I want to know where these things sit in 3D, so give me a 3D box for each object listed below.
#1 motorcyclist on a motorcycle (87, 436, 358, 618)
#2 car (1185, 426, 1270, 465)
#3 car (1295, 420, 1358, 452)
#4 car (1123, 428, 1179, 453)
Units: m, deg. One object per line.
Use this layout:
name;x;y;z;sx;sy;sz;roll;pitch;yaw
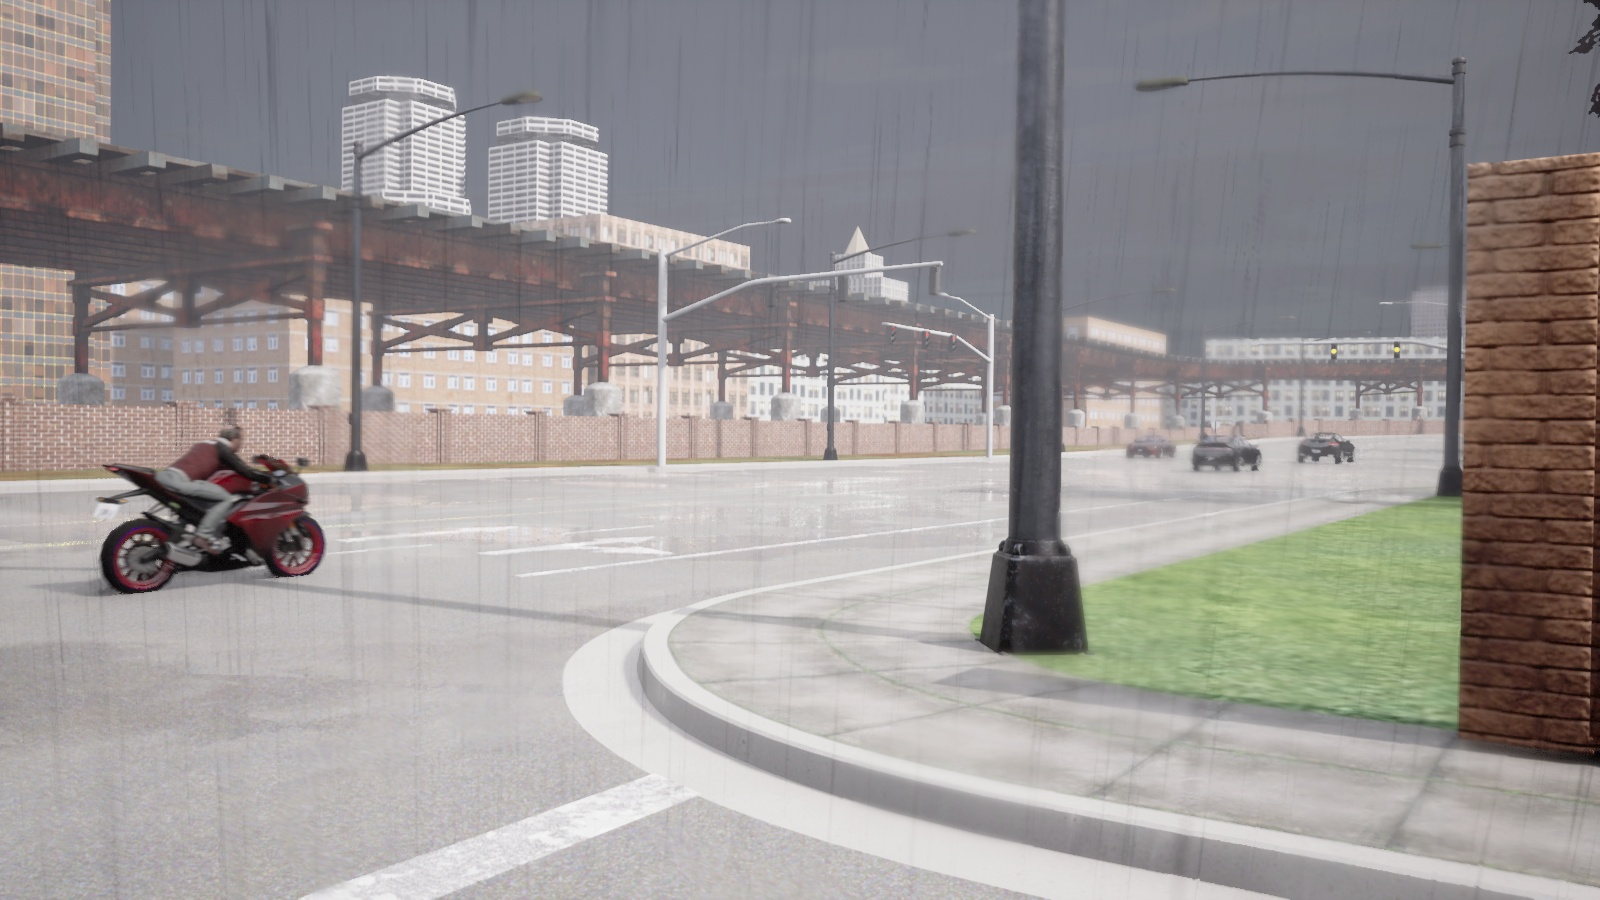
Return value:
motorcyclist on a motorcycle;-5.375;0.647;11.851;0.866;1.530;2.191;1;1;33
car;17.734;-0.206;51.948;2.128;1.511;4.902;0;1;34
car;28.434;-0.784;67.726;2.152;1.651;5.027;0;2;34
car;21.207;-0.574;75.772;1.994;1.385;4.181;0;2;35
